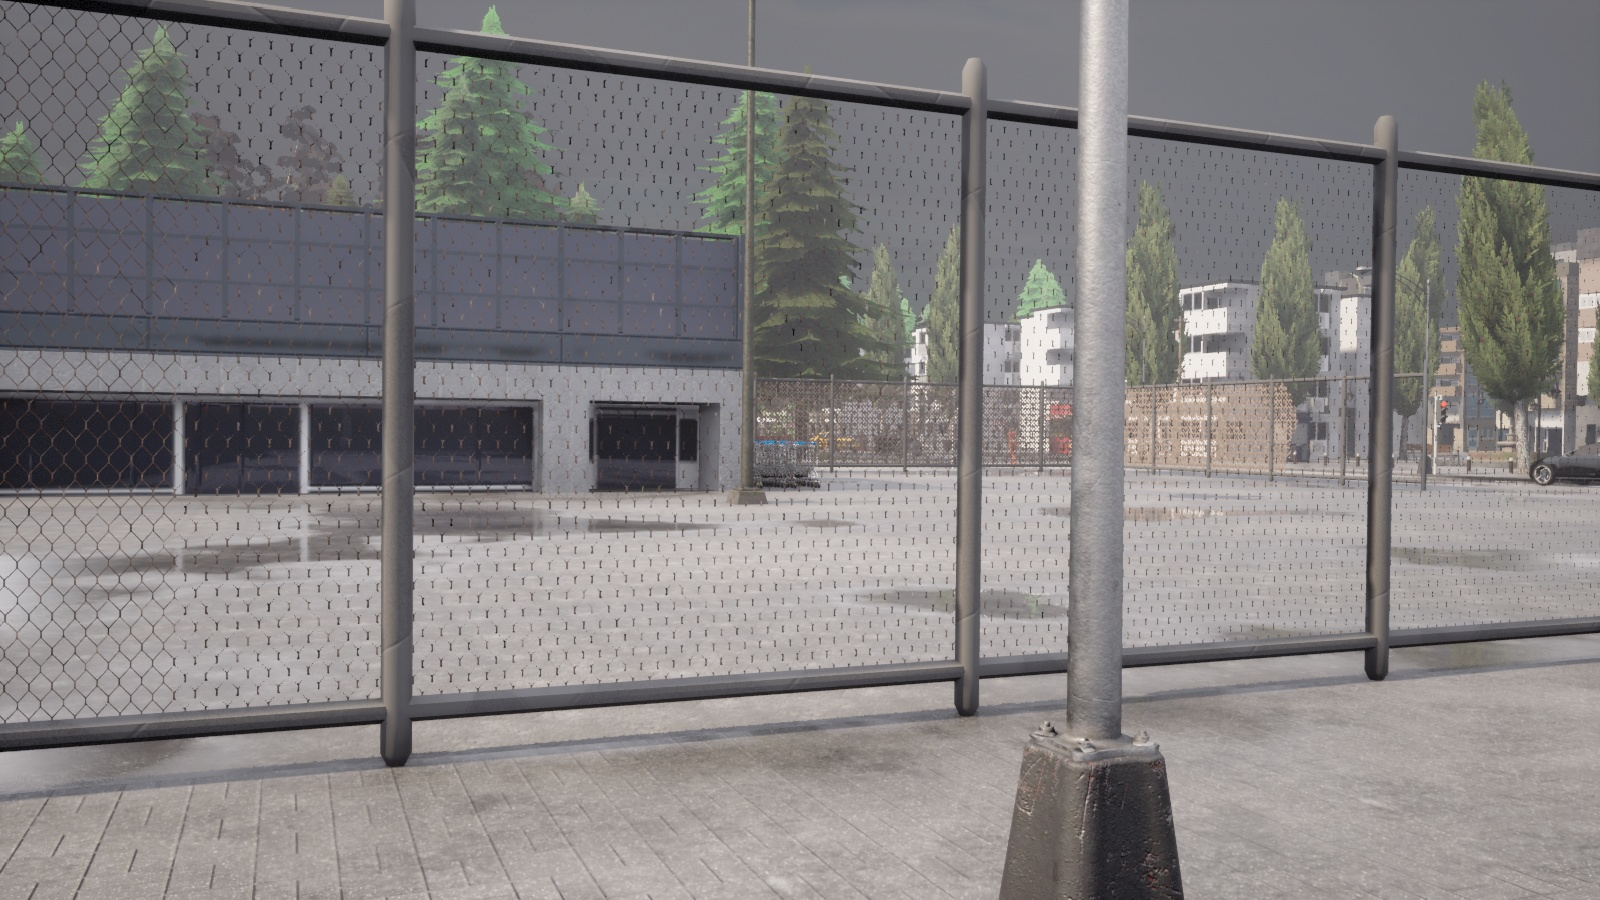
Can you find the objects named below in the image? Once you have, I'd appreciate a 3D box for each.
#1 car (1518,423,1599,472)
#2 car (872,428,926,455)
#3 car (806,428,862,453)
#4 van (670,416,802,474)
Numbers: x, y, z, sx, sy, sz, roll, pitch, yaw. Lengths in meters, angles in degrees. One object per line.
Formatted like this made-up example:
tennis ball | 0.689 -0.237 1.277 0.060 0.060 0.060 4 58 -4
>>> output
car | 25.242 -0.109 39.003 2.163 1.488 4.792 -1 1 -22
car | 5.938 -0.520 75.749 1.789 1.549 3.705 -1 1 -21
car | 2.260 -0.666 84.730 1.801 1.575 5.366 -1 1 -22
van | -2.421 -0.220 47.433 4.480 2.038 2.069 -2 1 -23
